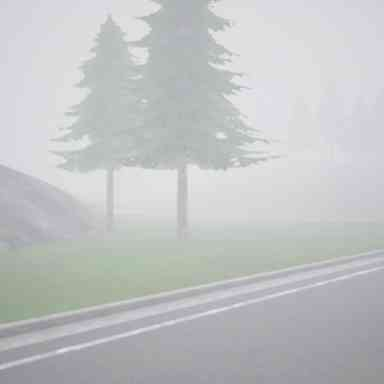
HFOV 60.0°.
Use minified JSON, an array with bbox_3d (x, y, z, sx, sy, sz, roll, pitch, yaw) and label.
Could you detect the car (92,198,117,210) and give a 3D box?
[{"bbox_3d":[-11.631,1.582,43.978,2.128,1.511,4.902,0,0,-36],"label":"car"}]
